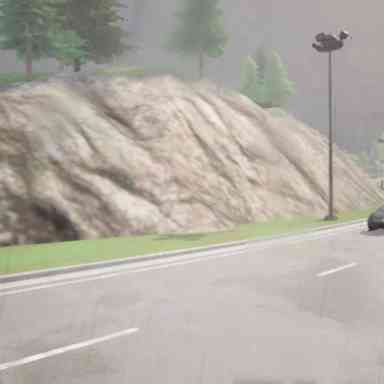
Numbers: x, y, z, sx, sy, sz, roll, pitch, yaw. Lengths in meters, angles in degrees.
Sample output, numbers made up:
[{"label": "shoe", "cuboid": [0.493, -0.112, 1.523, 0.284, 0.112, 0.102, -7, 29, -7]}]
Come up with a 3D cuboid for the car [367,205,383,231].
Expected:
[{"label": "car", "cuboid": [10.860, 1.308, 17.522, 4.181, 1.385, 1.994, -1, 1, -44]}]
